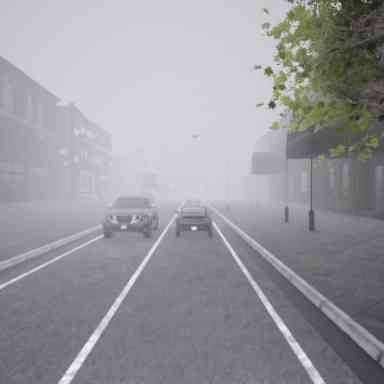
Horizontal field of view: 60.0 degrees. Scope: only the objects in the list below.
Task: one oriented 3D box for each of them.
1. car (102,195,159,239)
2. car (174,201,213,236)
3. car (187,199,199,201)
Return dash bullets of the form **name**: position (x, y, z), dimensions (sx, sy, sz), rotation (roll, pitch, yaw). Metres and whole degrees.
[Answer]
- **car**: position (-3.000, 1.169, 17.375), dimensions (2.150, 2.045, 5.566), rotation (0, 0, 0)
- **car**: position (0.099, 1.449, 18.117), dimensions (1.837, 1.490, 4.892), rotation (0, 0, 0)
- **car**: position (0.101, 1.431, 35.387), dimensions (2.033, 1.411, 5.357), rotation (0, 0, 0)
